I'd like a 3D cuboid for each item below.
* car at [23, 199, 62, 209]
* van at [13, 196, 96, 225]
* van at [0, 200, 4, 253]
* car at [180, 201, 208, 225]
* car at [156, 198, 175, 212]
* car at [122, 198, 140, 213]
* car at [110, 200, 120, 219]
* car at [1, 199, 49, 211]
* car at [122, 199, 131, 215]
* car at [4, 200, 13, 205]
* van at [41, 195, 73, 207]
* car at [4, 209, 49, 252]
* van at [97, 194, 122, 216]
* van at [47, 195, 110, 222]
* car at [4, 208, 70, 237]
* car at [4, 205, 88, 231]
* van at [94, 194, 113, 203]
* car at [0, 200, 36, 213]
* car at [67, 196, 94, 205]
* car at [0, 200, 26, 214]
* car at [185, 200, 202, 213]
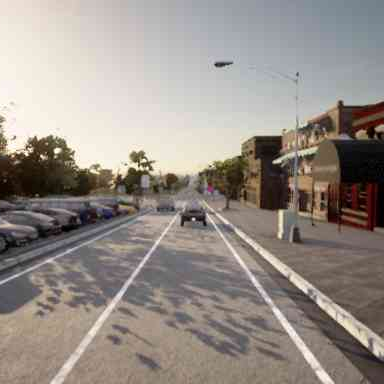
[{"bbox_3d":[-22.009,1.759,49.221,4.792,1.488,2.163,0,0,0],"label":"car"},{"bbox_3d":[-9.061,1.440,22.174,4.442,1.987,1.878,0,0,0],"label":"van"},{"bbox_3d":[-9.055,1.369,10.953,4.442,1.987,1.878,0,0,0],"label":"van"},{"bbox_3d":[0.120,1.671,25.338,1.837,1.490,4.892,0,-1,0],"label":"car"},{"bbox_3d":[-3.302,1.581,42.440,2.097,1.767,4.553,0,0,0],"label":"car"},{"bbox_3d":[-8.766,1.698,36.192,5.366,1.575,1.946,0,0,0],"label":"car"},{"bbox_3d":[-8.942,1.683,27.782,5.008,1.535,2.097,0,0,0],"label":"car"},{"bbox_3d":[-21.849,1.715,43.669,5.366,1.575,1.946,0,0,0],"label":"car"},{"bbox_3d":[-8.953,1.735,33.389,4.674,1.452,2.002,0,0,0],"label":"car"},{"bbox_3d":[-22.036,1.700,35.343,5.008,1.535,2.097,0,0,0],"label":"car"},{"bbox_3d":[-22.157,1.515,54.772,4.442,1.987,1.878,0,0,0],"label":"van"},{"bbox_3d":[-8.946,1.617,13.759,4.892,1.521,2.231,0,0,0],"label":"car"},{"bbox_3d":[-9.065,1.464,30.586,4.442,1.987,1.878,0,0,0],"label":"van"},{"bbox_3d":[-8.829,1.451,24.976,4.442,1.987,1.878,0,0,0],"label":"van"},{"bbox_3d":[-8.939,1.677,16.562,4.674,1.452,2.002,0,0,0],"label":"car"},{"bbox_3d":[-8.972,1.684,19.370,4.792,1.488,2.163,0,0,0],"label":"car"},{"bbox_3d":[-21.938,1.586,82.526,4.442,1.987,1.878,0,0,0],"label":"van"},{"bbox_3d":[-22.063,1.741,40.894,4.792,1.488,2.163,0,0,0],"label":"car"},{"bbox_3d":[-22.078,1.641,65.875,4.553,1.767,2.185,0,0,0],"label":"car"},{"bbox_3d":[-22.038,1.707,38.119,4.892,1.521,2.231,0,0,0],"label":"car"},{"bbox_3d":[0.135,1.775,41.971,2.033,1.411,5.357,0,0,0],"label":"car"}]
